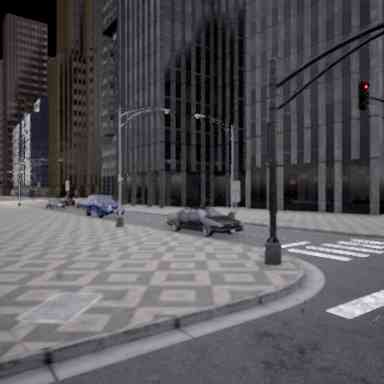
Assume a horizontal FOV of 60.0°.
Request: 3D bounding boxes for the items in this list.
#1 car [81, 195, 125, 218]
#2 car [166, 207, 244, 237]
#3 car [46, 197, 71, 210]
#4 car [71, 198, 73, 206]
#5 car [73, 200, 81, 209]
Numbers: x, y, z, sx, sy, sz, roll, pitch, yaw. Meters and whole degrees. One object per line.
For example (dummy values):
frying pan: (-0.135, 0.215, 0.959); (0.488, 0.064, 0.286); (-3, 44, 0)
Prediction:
car: (-8.280, 1.305, 31.297); (2.150, 2.045, 5.566); (0, 1, -35)
car: (0.528, 1.592, 18.927); (2.033, 1.411, 5.357); (0, 0, -35)
car: (-19.158, 1.636, 46.736); (2.128, 1.511, 4.902); (0, 0, -35)
car: (-20.202, 1.629, 53.375); (1.882, 1.535, 5.008); (0, 0, -35)
car: (-14.206, 1.651, 45.044); (1.812, 1.442, 4.674); (0, 0, -35)
